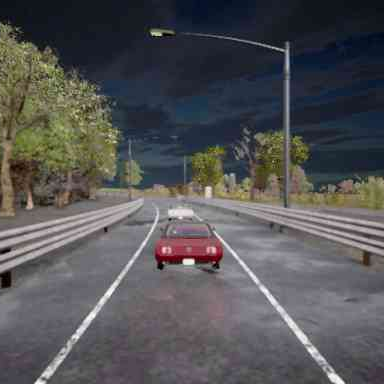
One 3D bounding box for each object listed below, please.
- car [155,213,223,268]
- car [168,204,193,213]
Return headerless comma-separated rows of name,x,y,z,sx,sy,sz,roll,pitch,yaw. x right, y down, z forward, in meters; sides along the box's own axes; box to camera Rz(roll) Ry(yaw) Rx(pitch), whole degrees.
car,-0.149,1.594,11.180,1.895,1.301,4.718,0,0,-2
car,-0.990,1.574,26.455,1.895,1.301,4.718,0,0,-4
